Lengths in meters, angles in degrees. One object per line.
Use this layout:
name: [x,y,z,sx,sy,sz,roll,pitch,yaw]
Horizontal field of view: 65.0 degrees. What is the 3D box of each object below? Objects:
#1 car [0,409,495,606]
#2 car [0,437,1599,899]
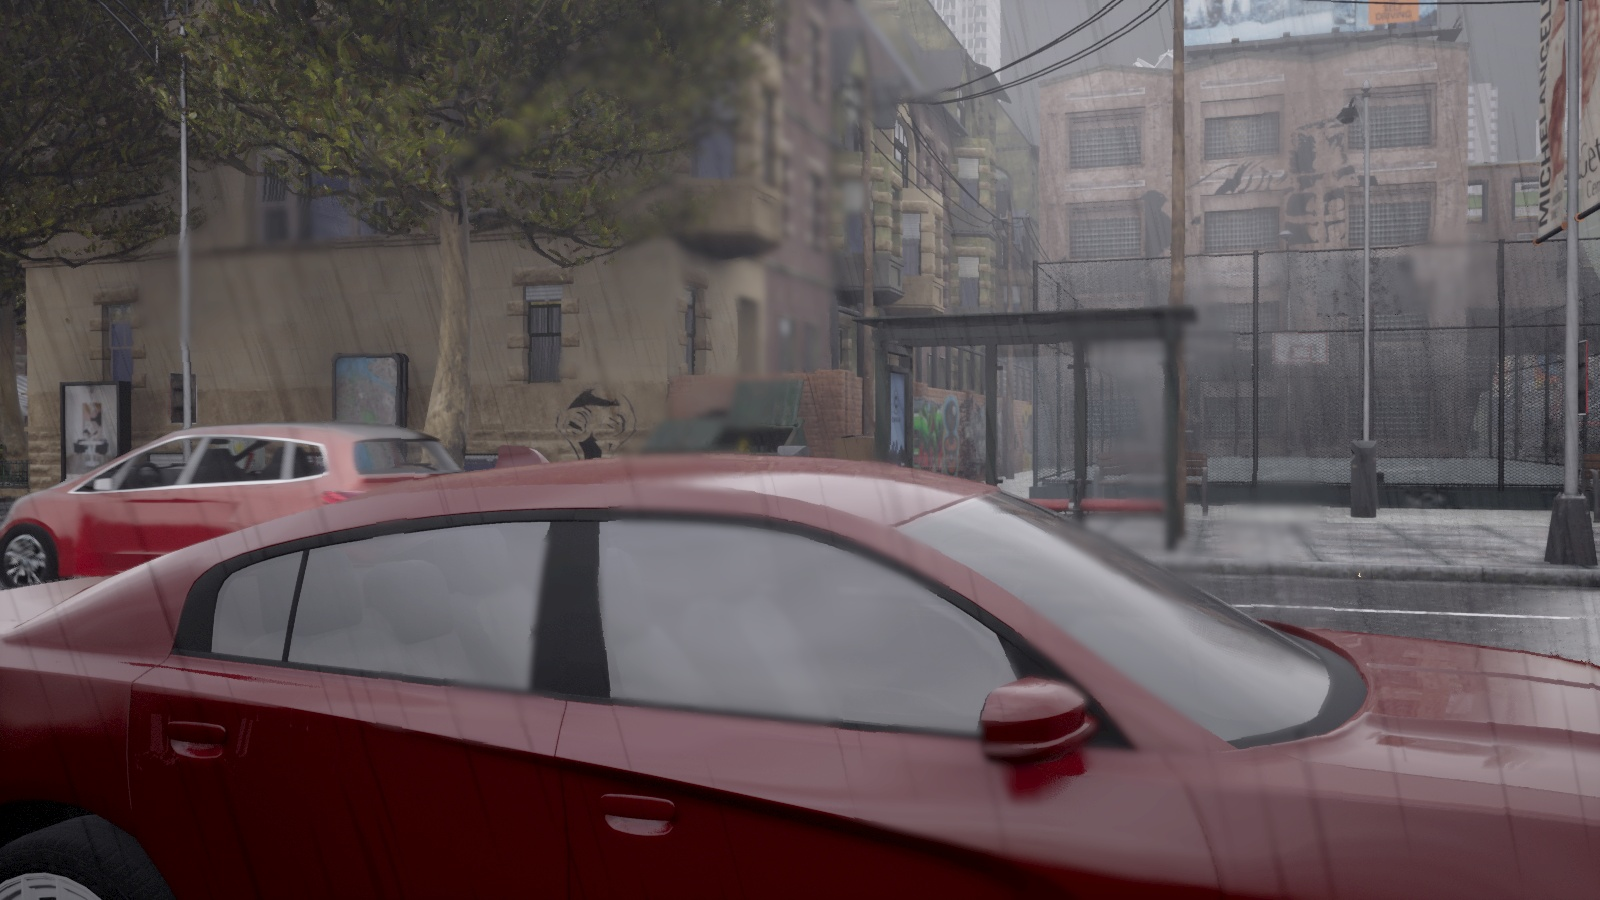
car: [-5.634,0.451,12.403,4.611,1.667,2.242,1,1,19]
car: [0.026,0.754,3.152,5.008,1.535,1.882,1,1,18]
